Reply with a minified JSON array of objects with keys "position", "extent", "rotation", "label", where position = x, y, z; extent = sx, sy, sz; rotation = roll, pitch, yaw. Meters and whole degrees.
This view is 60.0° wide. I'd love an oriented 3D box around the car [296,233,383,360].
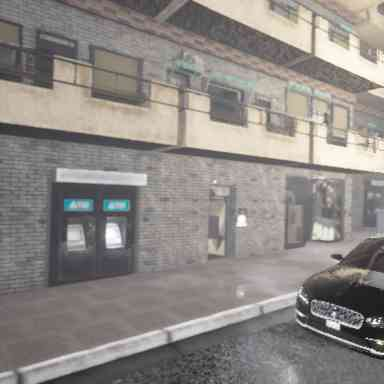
[{"position":[3.843,1.509,5.812],"extent":[4.892,1.490,1.837],"rotation":[0,0,-36],"label":"car"}]
